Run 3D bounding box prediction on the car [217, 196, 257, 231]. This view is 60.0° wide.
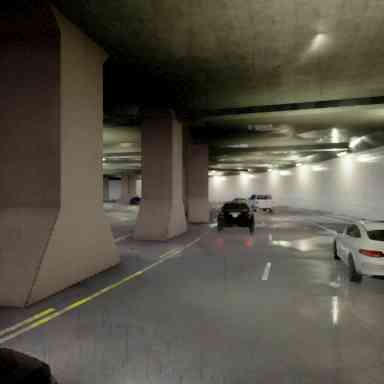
[{"bbox_3d":[2.813,1.354,20.799,2.097,1.767,4.553,0,0,10],"label":"car"}]

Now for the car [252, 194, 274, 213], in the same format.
[{"bbox_3d":[7.551,1.221,37.084,2.150,2.045,5.566,0,0,-1],"label":"car"}]

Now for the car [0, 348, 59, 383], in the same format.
[{"bbox_3d":[-2.391,1.526,0.929,1.812,1.442,4.674,0,0,19],"label":"car"}]

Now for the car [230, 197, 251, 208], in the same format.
[{"bbox_3d":[6.915,1.526,47.783,1.812,1.442,4.674,0,0,-8],"label":"car"}]

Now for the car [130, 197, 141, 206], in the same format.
[{"bbox_3d":[-8.902,1.525,54.183,1.812,1.442,4.674,0,0,-19],"label":"car"}]

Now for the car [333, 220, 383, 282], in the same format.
[{"bbox_3d":[5.200,1.526,9.348,1.812,1.442,4.674,0,0,16],"label":"car"}]
